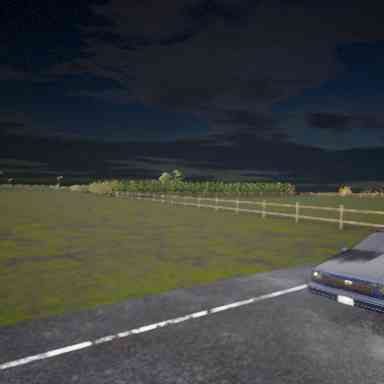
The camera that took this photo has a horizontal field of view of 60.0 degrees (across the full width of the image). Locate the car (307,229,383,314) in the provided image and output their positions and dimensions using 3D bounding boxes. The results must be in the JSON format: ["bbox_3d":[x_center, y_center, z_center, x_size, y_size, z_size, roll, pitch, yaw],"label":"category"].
[{"bbox_3d":[4.922,1.553,7.499,5.357,1.411,2.033,0,0,-35],"label":"car"}]
